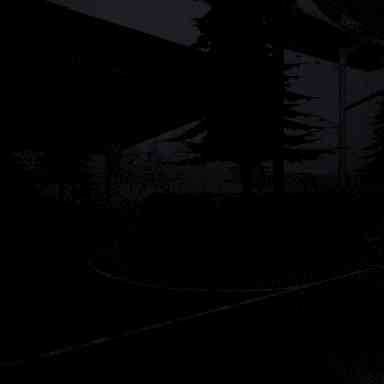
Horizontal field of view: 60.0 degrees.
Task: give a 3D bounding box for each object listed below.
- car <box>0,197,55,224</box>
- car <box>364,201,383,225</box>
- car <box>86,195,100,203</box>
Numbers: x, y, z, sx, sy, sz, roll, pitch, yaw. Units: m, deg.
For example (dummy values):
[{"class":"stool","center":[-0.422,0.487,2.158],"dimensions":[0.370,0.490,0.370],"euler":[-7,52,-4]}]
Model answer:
[{"class":"car","center":[-11.894,1.313,23.518],"dimensions":[3.866,1.878,1.905],"euler":[0,0,-36]},{"class":"car","center":[11.450,1.317,21.334],"dimensions":[2.128,1.511,4.902],"euler":[0,1,-36]},{"class":"car","center":[-19.534,1.415,65.626],"dimensions":[2.128,1.511,4.902],"euler":[0,-2,-29]}]
